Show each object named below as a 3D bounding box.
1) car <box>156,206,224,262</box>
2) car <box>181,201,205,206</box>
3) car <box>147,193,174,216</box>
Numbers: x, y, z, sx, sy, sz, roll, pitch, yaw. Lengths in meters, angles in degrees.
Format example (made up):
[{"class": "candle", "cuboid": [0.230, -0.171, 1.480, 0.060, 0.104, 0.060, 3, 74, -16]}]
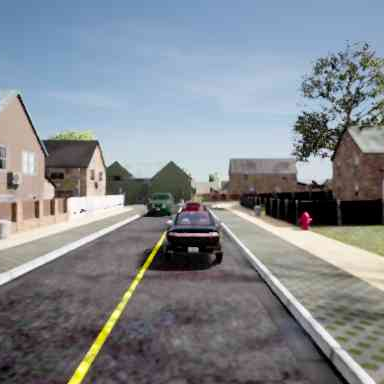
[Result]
[{"class": "car", "cuboid": [0.075, 1.441, 11.909, 2.128, 1.511, 4.902, 0, 0, 1]}, {"class": "car", "cuboid": [0.079, 1.430, 27.110, 1.812, 1.442, 4.674, 0, 0, 0]}, {"class": "car", "cuboid": [-2.837, 1.114, 31.038, 2.150, 2.045, 5.566, 0, 0, 0]}]
